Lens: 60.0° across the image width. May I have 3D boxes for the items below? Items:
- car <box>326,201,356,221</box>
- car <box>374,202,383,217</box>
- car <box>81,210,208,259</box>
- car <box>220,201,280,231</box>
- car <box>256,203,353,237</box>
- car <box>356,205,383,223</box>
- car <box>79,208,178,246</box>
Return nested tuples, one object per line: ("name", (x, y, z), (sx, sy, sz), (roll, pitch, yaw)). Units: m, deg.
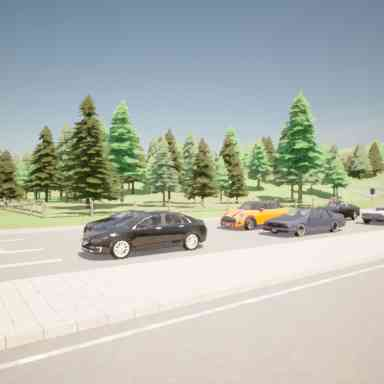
("car", (11.192, 1.491, 25.993), (4.902, 1.511, 2.128), (0, 0, -35))
("car", (19.508, 1.600, 31.801), (4.718, 1.301, 1.895), (0, 0, -35))
("car", (-1.655, 1.505, 12.620), (4.892, 1.490, 1.837), (0, 0, -35))
("car", (3.939, 1.352, 20.873), (4.553, 1.767, 2.097), (0, 0, -35))
("car", (6.288, 1.547, 18.254), (5.357, 1.411, 2.033), (0, 0, -35))
("car", (14.117, 1.600, 23.783), (4.718, 1.301, 1.895), (0, 0, -35))
("car", (-2.996, 1.564, 15.946), (4.181, 1.385, 1.994), (0, 0, -34))
